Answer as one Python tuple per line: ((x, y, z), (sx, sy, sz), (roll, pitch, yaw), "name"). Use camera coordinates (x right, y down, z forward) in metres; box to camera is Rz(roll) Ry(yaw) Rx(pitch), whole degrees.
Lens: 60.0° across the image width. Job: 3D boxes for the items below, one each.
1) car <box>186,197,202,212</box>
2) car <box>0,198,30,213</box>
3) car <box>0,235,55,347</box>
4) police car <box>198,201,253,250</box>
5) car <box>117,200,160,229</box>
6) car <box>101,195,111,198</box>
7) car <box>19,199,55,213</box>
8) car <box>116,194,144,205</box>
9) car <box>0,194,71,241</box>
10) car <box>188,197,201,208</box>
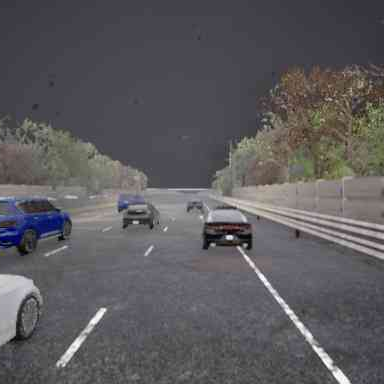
((0.385, 1.470, 38.302), (1.837, 1.490, 4.892), (0, 0, 1), "car")
((-20.758, 1.469, 38.339), (1.837, 1.490, 4.892), (0, 0, 1), "car")
((-3.359, 1.519, 3.476), (1.812, 1.442, 4.674), (0, 0, 0), "car")
((1.359, 1.407, 14.407), (1.930, 1.638, 5.238), (0, 0, 0), "police car")
((-3.206, 1.481, 21.522), (1.837, 1.490, 4.892), (0, 0, 0), "car")
((-20.322, 1.264, 78.841), (1.812, 1.442, 4.674), (0, 0, 0), "car")
((-17.268, 1.529, 37.321), (1.994, 1.385, 4.181), (0, 0, 1), "car")
((-6.585, 1.188, 36.133), (2.150, 2.045, 5.566), (0, 0, 1), "car")
((-6.778, 1.204, 13.345), (2.150, 2.045, 5.566), (0, 0, 1), "car")
((0.432, 1.463, 49.424), (1.837, 1.490, 4.892), (0, 0, 0), "car")
